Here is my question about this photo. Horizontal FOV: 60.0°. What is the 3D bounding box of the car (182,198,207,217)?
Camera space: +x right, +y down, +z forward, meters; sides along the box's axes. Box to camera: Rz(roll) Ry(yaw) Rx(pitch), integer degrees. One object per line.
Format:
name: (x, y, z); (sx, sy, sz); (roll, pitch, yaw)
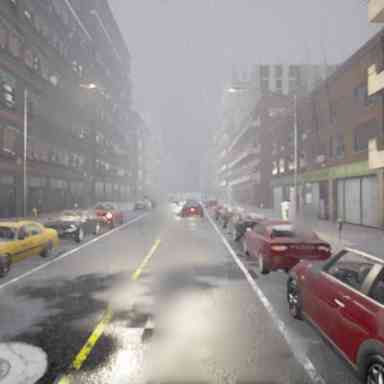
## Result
car: (0.061, 1.520, 30.848); (1.994, 1.385, 4.181); (0, 0, 0)

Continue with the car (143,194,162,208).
car: (-5.701, 1.248, 44.346); (2.192, 1.841, 5.009); (1, 0, 0)

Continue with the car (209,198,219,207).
car: (2.686, 1.507, 27.273); (1.887, 1.381, 4.507); (1, 0, 0)

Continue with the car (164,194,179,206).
car: (-3.101, 1.441, 53.830); (1.812, 1.442, 4.674); (0, 0, 0)

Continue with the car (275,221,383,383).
car: (2.700, 1.435, 4.590); (1.967, 1.590, 4.097); (1, 0, 0)

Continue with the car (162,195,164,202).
car: (-5.709, 1.504, 50.018); (1.802, 1.307, 4.206); (1, 0, 0)

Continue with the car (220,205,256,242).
car: (2.692, 1.530, 15.932); (2.008, 1.369, 4.403); (1, 0, 0)

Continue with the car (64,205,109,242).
car: (-5.688, 1.529, 15.992); (2.008, 1.369, 4.403); (1, 0, 0)

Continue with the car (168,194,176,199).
car: (-5.736, 1.376, 95.386); (1.887, 1.381, 4.507); (1, 0, 0)

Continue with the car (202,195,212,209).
car: (2.675, 1.478, 44.285); (1.887, 1.381, 4.507); (1, 0, 0)

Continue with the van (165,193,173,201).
van: (-5.725, 1.196, 84.044); (1.690, 1.788, 3.998); (1, 0, 0)

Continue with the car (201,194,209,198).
car: (2.658, 1.437, 55.796); (1.752, 1.417, 4.829); (1, 0, 0)

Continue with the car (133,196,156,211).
car: (-5.701, 1.493, 38.676); (2.008, 1.369, 4.403); (1, 0, 0)

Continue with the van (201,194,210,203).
van: (2.632, 1.232, 66.967); (1.690, 1.788, 3.998); (1, 0, 0)

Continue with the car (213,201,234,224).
car: (2.689, 1.522, 21.603); (2.008, 1.369, 4.403); (1, 0, 0)

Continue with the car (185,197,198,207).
car: (-0.030, 1.520, 51.714); (1.895, 1.301, 4.718); (0, 0, 0)

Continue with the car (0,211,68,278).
car: (-5.684, 1.512, 10.151); (1.752, 1.417, 4.829); (1, 0, 0)

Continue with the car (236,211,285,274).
car: (2.696, 1.532, 10.262); (1.887, 1.381, 4.507); (1, 0, 0)

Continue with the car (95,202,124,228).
car: (-5.690, 1.410, 21.664); (1.967, 1.590, 4.097); (1, 0, 0)
